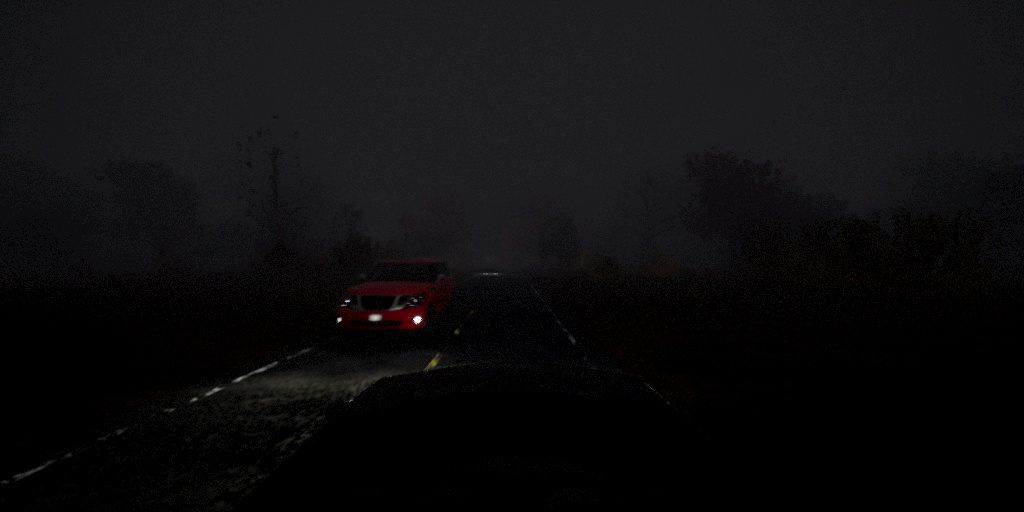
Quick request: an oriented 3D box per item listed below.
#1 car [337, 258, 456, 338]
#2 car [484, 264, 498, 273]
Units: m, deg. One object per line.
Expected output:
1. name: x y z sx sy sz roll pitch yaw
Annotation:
1. car: -3.105 1.069 10.906 2.150 2.045 5.566 0 -1 0
2. car: -3.068 1.825 53.214 2.033 1.411 5.357 0 -1 1
